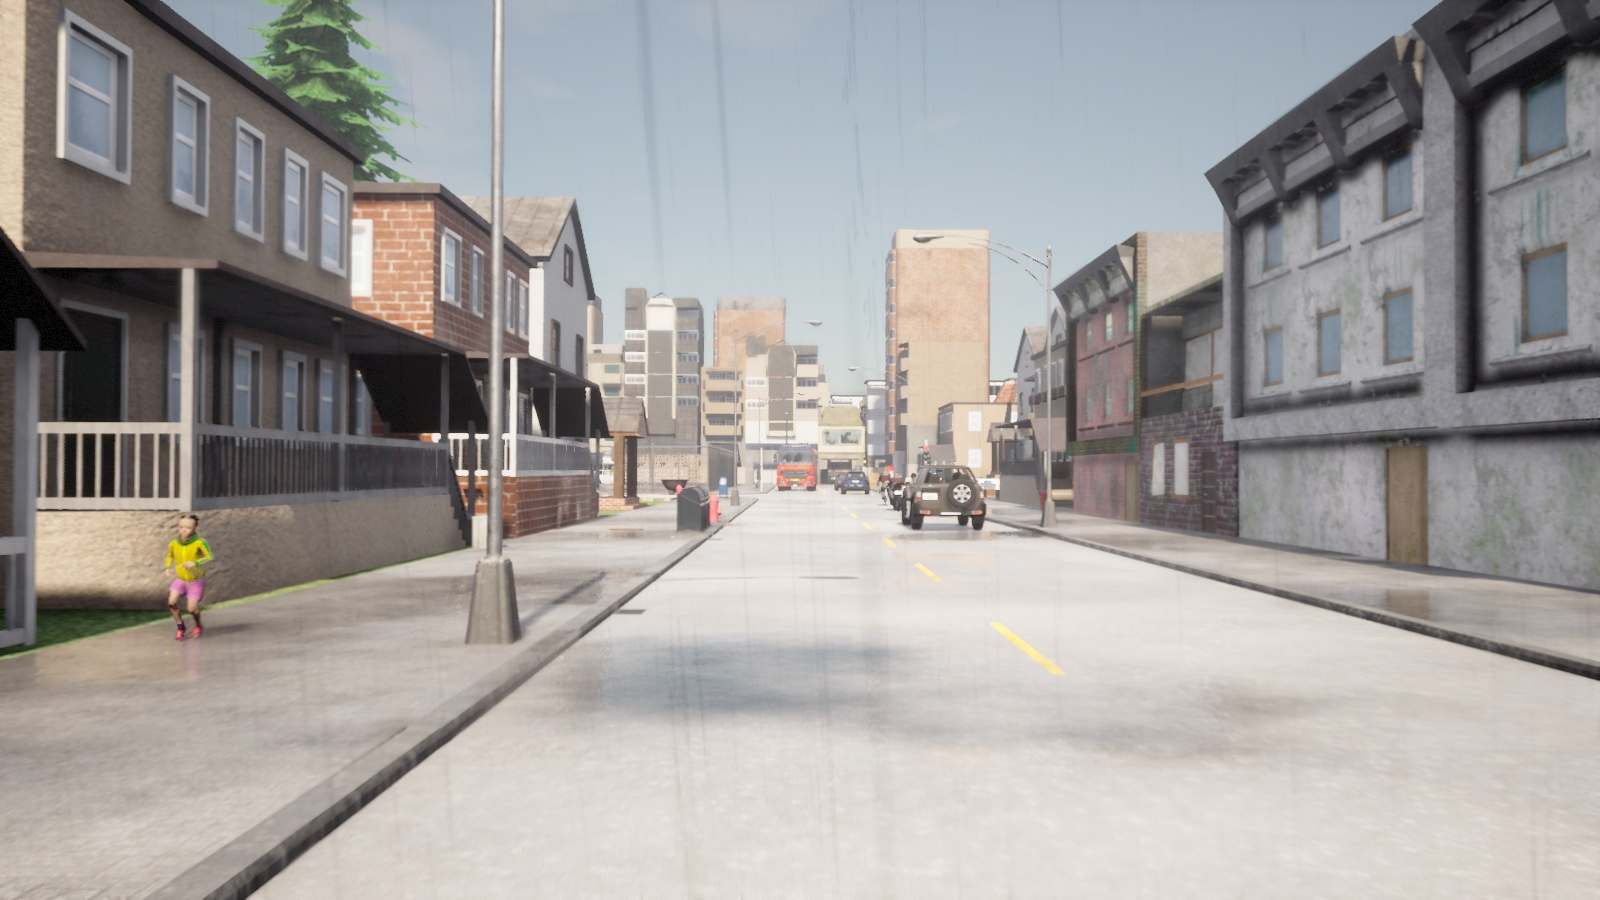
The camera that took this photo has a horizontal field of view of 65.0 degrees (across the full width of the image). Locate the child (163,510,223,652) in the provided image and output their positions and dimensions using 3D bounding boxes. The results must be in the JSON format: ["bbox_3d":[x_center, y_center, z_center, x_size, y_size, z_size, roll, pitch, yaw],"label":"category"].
[{"bbox_3d":[-5.173,1.104,10.717,0.299,1.160,0.473,0,-1,-3],"label":"child"}]

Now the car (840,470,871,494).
[{"bbox_3d":[3.816,2.177,86.546,2.033,1.649,4.856,0,-1,2],"label":"car"}]

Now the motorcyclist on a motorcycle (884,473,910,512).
[{"bbox_3d":[3.876,1.673,50.154,0.866,1.530,2.191,0,-1,0],"label":"motorcyclist on a motorcycle"}]

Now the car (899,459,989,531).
[{"bbox_3d":[3.914,1.199,34.882,1.932,1.855,4.605,0,-1,0],"label":"car"}]
